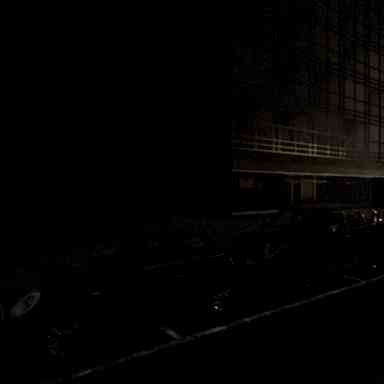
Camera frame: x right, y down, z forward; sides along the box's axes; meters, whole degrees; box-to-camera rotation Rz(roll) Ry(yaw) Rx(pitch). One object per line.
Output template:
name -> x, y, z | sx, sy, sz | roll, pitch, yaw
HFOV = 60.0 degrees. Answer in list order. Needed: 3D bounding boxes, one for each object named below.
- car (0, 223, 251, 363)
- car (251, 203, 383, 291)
car -> -1.189, 1.426, 5.800 | 4.097, 1.590, 1.967 | 0, 0, -36
car -> 3.377, 1.267, 9.058 | 5.009, 1.841, 2.192 | 0, 0, -36
